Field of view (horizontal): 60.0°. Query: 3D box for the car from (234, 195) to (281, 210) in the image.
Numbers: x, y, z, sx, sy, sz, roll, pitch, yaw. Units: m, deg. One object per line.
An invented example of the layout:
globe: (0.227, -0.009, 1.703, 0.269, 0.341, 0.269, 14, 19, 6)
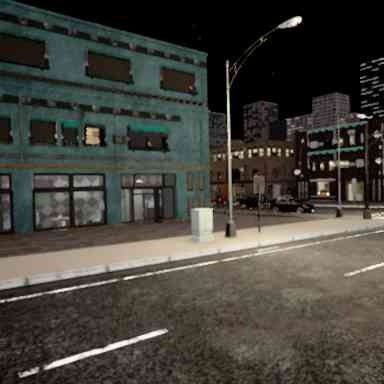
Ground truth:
car: (7.402, 1.241, 37.973, 1.812, 1.442, 4.674, -2, 1, -36)

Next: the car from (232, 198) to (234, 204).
car: (8.117, 1.198, 46.915, 1.802, 1.307, 4.206, -3, 1, -35)

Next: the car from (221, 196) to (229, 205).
car: (4.910, 1.260, 51.424, 1.802, 1.307, 4.206, -3, 1, -35)

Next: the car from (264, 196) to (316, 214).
car: (9.238, 1.286, 30.677, 1.947, 1.339, 4.313, -3, 1, -35)

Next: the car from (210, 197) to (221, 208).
car: (1.288, 1.315, 42.053, 1.967, 1.590, 4.097, -3, 1, -35)
